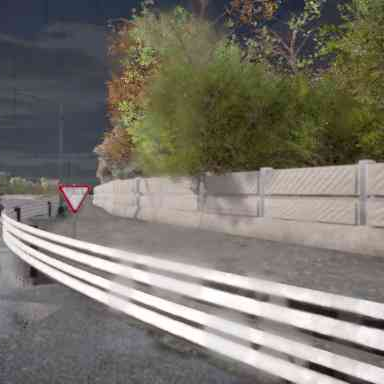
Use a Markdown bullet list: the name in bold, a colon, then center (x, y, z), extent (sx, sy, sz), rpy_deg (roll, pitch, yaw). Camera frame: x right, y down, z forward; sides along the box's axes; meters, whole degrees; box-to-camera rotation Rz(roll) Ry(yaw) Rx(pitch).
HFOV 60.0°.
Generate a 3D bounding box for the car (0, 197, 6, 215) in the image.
- **car**: center (-18.227, 1.433, 29.519), extent (1.837, 1.490, 4.892), rpy_deg (1, 0, -9)
